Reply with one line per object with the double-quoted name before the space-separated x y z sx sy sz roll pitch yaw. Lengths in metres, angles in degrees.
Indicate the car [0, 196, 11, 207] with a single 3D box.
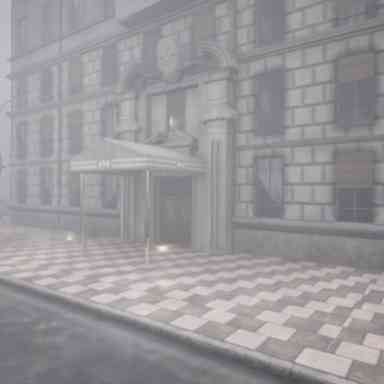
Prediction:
"car" -24.200 1.180 40.201 1.812 1.442 4.674 1 1 36
